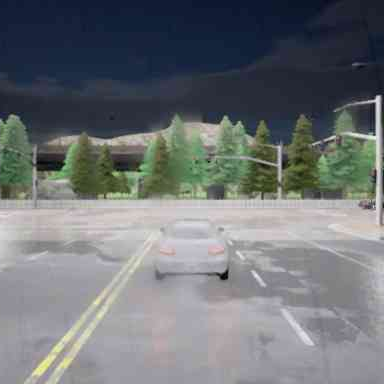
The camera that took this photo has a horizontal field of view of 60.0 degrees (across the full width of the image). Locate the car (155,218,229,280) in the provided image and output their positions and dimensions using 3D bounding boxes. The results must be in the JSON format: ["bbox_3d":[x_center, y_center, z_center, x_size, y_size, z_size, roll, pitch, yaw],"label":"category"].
[{"bbox_3d":[-0.004,1.486,9.687,1.812,1.442,4.674,0,0,0],"label":"car"}]

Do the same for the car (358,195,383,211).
[{"bbox_3d":[20.926,1.136,36.896,4.553,1.767,2.097,0,0,0],"label":"car"}]
